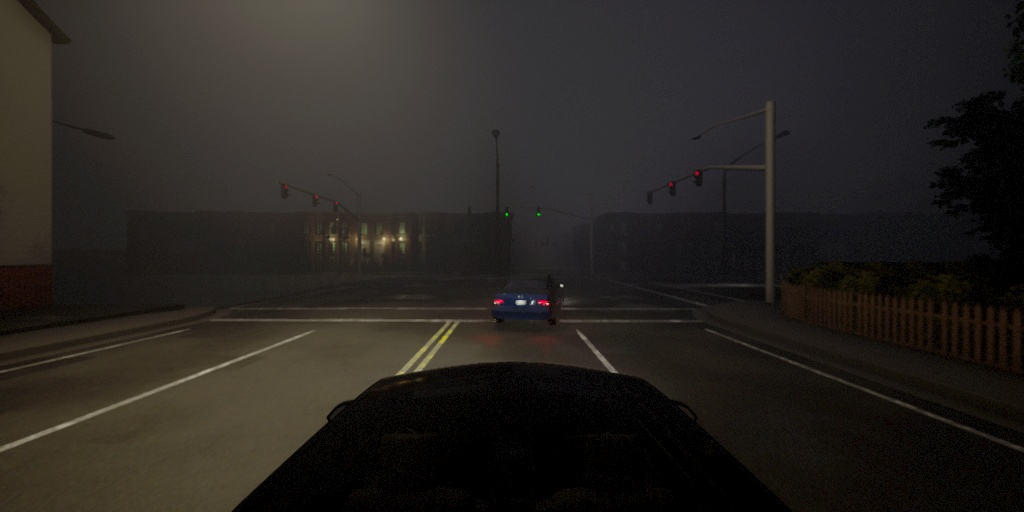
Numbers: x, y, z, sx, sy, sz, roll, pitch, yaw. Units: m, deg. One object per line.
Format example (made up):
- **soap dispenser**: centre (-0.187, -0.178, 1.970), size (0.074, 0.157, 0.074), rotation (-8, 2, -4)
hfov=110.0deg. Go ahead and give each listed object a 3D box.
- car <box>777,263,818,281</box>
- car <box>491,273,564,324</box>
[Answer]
- **car**: centre (21.026, 1.219, 24.731), size (4.902, 1.511, 2.128), rotation (0, 0, 0)
- **car**: centre (0.680, 1.288, 12.049), size (2.033, 1.411, 5.357), rotation (0, 0, 10)
